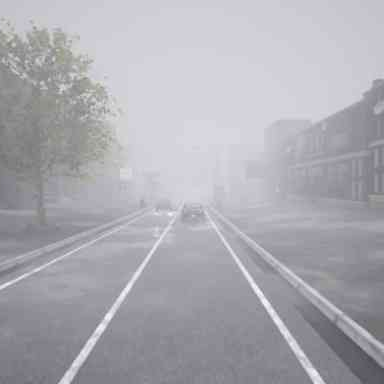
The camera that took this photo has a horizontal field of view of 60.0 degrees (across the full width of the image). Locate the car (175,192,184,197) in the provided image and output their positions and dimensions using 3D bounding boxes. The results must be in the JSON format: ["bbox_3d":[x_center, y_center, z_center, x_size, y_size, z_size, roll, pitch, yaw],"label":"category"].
[{"bbox_3d":[-3.034,0.626,79.239,1.882,1.535,5.008,0,1,0],"label":"car"}]

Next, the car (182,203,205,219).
[{"bbox_3d":[0.088,1.590,28.870,1.895,1.301,4.718,0,0,0],"label":"car"}]

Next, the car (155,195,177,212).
[{"bbox_3d":[-3.104,1.439,38.519,1.837,1.490,4.892,0,0,0],"label":"car"}]
